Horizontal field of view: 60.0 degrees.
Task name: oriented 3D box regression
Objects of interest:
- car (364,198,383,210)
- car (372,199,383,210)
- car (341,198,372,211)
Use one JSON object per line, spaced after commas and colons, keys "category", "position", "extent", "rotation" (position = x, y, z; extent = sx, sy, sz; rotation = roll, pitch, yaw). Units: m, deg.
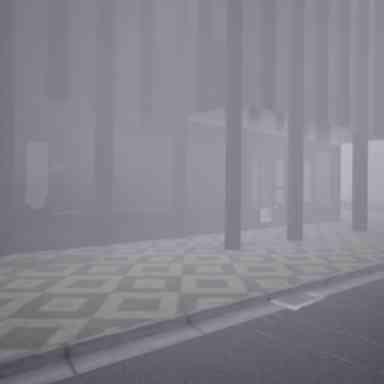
{"category": "car", "position": [24.315, 1.512, 41.671], "extent": [2.008, 1.369, 4.403], "rotation": [1, -1, -36]}
{"category": "car", "position": [20.625, 1.383, 32.198], "extent": [1.752, 1.417, 4.829], "rotation": [1, -1, -36]}
{"category": "car", "position": [17.433, 1.390, 36.641], "extent": [1.887, 1.381, 4.507], "rotation": [1, -1, -36]}
